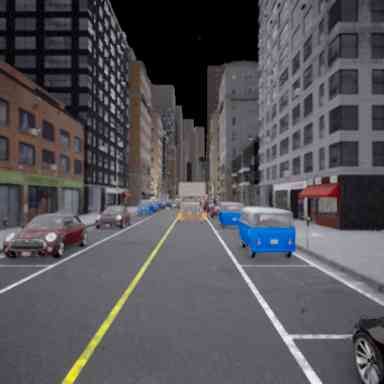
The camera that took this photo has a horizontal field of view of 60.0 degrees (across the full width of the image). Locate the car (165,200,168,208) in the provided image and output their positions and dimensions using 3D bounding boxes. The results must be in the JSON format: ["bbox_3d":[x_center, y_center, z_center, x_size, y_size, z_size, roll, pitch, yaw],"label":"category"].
[{"bbox_3d":[-5.673,2.318,57.375,1.947,1.339,4.313,0,-1,0],"label":"car"}]

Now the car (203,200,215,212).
[{"bbox_3d":[2.853,2.188,46.373,1.802,1.307,4.206,0,-1,0],"label":"car"}]

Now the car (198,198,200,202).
[{"bbox_3d":[2.851,2.523,73.878,2.008,1.369,4.403,0,-1,0],"label":"car"}]

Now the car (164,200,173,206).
[{"bbox_3d":[-5.675,2.629,79.378,1.802,1.307,4.206,0,-1,0],"label":"car"}]

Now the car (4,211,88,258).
[{"bbox_3d":[-5.671,1.616,13.369,1.967,1.590,4.097,0,-1,0],"label":"car"}]

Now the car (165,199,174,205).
[{"bbox_3d":[-5.676,2.562,84.881,1.967,1.590,4.097,0,-1,0],"label":"car"}]

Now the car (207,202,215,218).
[{"bbox_3d":[2.854,2.044,35.372,1.802,1.307,4.206,0,-1,0],"label":"car"}]

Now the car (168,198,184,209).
[{"bbox_3d":[-3.050,2.260,58.703,2.128,1.511,4.902,0,-1,1],"label":"car"}]

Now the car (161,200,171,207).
[{"bbox_3d":[-5.674,2.539,73.877,1.947,1.339,4.313,0,-1,0],"label":"car"}]

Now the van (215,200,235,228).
[{"bbox_3d":[2.854,1.660,24.373,1.690,1.788,3.998,0,-1,0],"label":"van"}]

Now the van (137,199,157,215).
[{"bbox_3d":[-5.673,1.876,40.876,1.690,1.788,3.998,0,-1,0],"label":"van"}]

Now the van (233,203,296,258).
[{"bbox_3d":[2.854,1.517,13.371,1.690,1.788,3.998,0,-1,0],"label":"van"}]

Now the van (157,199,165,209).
[{"bbox_3d":[-5.673,2.020,51.877,1.690,1.788,3.998,0,-1,0],"label":"van"}]

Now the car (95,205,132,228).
[{"bbox_3d":[-5.671,1.760,24.371,1.967,1.590,4.097,0,-1,0],"label":"car"}]

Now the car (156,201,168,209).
[{"bbox_3d":[-5.673,2.407,62.876,1.802,1.307,4.206,0,-1,0],"label":"car"}]

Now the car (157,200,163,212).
[{"bbox_3d":[-5.673,2.157,46.373,2.008,1.369,4.403,0,-1,0],"label":"car"}]

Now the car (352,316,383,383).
[{"bbox_3d":[2.856,1.598,2.366,1.947,1.339,4.313,0,-1,0],"label":"car"}]

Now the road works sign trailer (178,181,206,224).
[{"bbox_3d":[-0.002,0.832,28.062,2.380,3.560,2.880,0,-1,0],"label":"road works sign trailer"}]

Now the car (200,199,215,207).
[{"bbox_3d":[2.852,1.994,51.877,2.192,1.841,5.009,0,-1,0],"label":"car"}]
